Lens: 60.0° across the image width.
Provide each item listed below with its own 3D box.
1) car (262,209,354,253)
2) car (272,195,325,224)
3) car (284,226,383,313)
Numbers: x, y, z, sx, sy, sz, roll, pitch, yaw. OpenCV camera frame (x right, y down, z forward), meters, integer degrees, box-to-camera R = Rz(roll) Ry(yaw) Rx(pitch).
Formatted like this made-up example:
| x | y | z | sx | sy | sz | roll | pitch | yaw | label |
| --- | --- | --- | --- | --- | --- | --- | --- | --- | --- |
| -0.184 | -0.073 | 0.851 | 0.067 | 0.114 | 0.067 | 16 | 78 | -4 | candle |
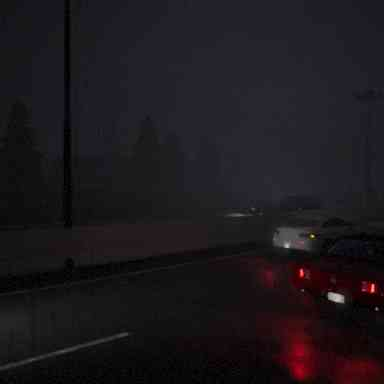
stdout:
| x | y | z | sx | sy | sz | roll | pitch | yaw | label |
| --- | --- | --- | --- | --- | --- | --- | --- | --- | --- |
| 4.892 | 1.548 | 12.606 | 4.674 | 1.442 | 1.812 | 0 | 0 | -42 | car |
| 8.680 | 1.270 | 26.844 | 2.150 | 2.045 | 5.566 | 0 | 0 | 40 | car |
| 4.300 | 1.612 | 7.399 | 4.718 | 1.301 | 1.895 | 0 | 0 | -40 | car |
